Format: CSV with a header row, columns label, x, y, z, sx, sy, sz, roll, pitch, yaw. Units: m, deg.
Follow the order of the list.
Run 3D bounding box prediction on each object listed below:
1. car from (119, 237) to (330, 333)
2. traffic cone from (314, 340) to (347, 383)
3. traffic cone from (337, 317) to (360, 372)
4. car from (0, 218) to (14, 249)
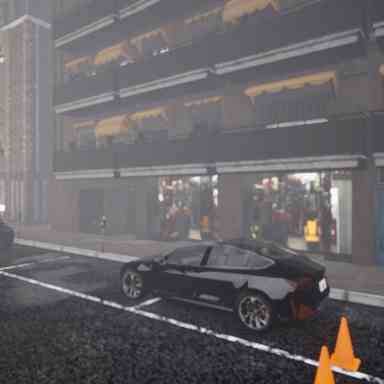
label,x,y,z,sx,sy,sz,roll,pitch,yaw
car,0.452,1.568,6.672,4.313,1.339,1.947,0,0,35
traffic cone,1.423,1.956,3.571,0.340,0.580,0.340,0,0,35
traffic cone,2.002,1.956,4.386,0.340,0.580,0.340,0,0,35
car,-8.759,1.561,13.212,4.403,1.369,2.008,0,0,35
